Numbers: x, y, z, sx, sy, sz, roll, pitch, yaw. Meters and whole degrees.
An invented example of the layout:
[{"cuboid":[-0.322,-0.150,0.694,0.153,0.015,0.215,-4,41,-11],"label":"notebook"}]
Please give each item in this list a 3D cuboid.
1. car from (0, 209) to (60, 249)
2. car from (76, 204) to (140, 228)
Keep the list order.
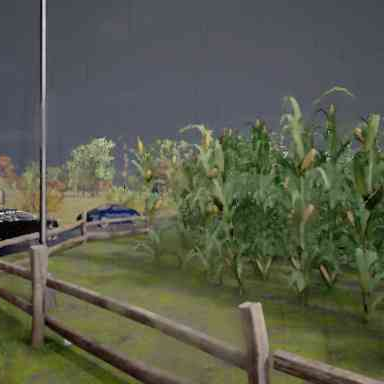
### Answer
[{"cuboid":[-7.472,1.435,13.470,2.128,1.511,4.902,-1,0,18],"label":"car"},{"cuboid":[-5.436,1.487,21.810,1.994,1.385,4.181,0,0,37],"label":"car"}]
